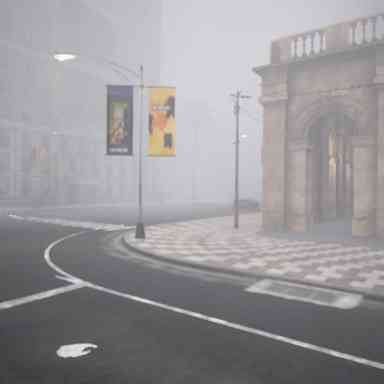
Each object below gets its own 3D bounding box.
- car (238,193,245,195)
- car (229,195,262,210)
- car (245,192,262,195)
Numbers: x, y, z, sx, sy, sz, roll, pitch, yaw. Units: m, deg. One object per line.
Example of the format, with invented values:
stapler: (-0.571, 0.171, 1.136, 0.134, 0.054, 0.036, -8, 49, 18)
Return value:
car: (8.516, 1.042, 60.199, 2.097, 1.767, 4.553, 1, 1, 36)
car: (6.496, 1.367, 39.417, 1.994, 1.385, 4.181, 1, 0, 36)
car: (12.035, 0.953, 59.066, 2.150, 2.045, 5.566, 1, 0, 36)
